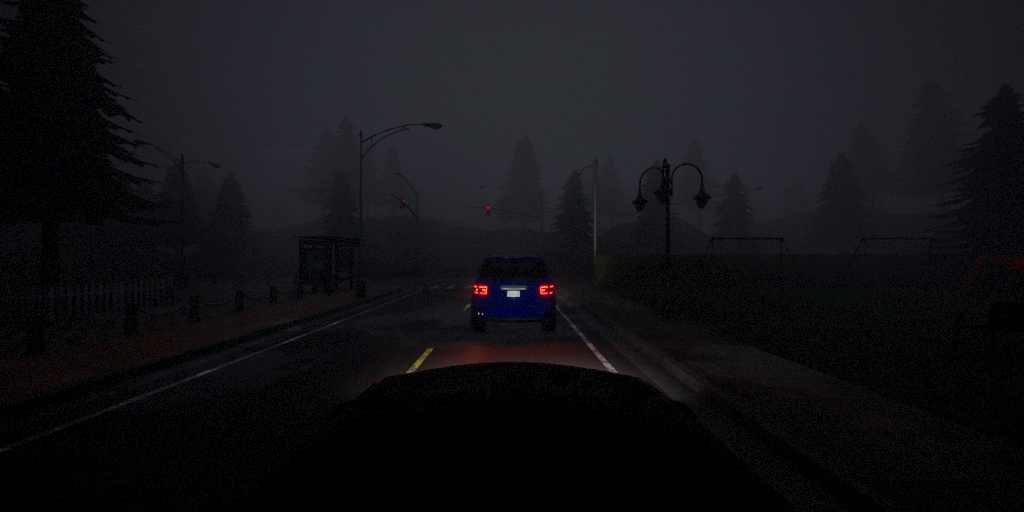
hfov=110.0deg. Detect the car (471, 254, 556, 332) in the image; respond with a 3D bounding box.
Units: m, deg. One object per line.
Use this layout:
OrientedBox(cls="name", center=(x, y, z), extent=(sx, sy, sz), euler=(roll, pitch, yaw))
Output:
OrientedBox(cls="car", center=(0.057, 0.971, 10.993), extent=(2.150, 2.045, 5.566), euler=(0, 0, 0))
